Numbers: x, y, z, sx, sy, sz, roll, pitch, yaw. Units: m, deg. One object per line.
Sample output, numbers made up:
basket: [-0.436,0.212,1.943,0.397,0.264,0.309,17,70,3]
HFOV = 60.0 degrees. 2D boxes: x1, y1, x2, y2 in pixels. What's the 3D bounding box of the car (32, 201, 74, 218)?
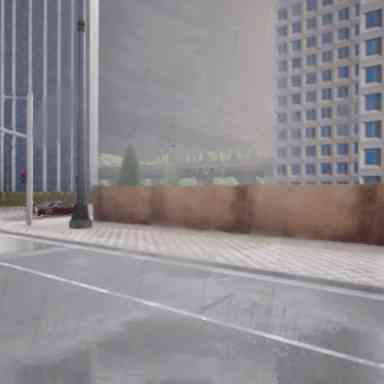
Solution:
car: [-11.281,1.441,28.154,1.895,1.301,4.718,0,0,37]
